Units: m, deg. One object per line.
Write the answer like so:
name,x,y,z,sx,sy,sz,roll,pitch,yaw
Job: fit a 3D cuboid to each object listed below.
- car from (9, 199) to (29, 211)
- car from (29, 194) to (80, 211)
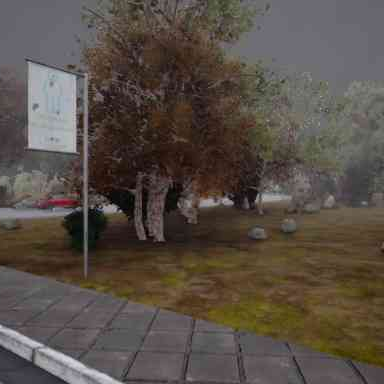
car,-20.476,1.557,41.667,1.994,1.385,4.181,0,0,38
car,-16.487,1.212,41.057,2.150,2.045,5.566,0,0,38
